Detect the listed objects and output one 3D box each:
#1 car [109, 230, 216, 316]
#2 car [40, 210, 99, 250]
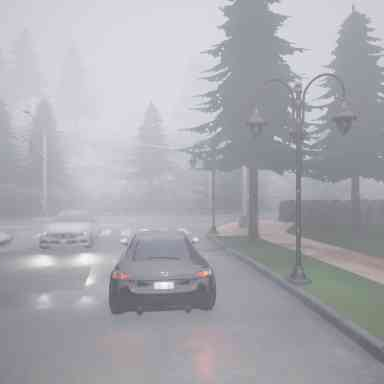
[{"bbox_3d":[-0.724,1.564,7.670,1.994,1.385,4.181,0,0,-7],"label":"car"},{"bbox_3d":[-5.147,1.529,14.519,1.812,1.442,4.674,1,0,-11],"label":"car"}]
